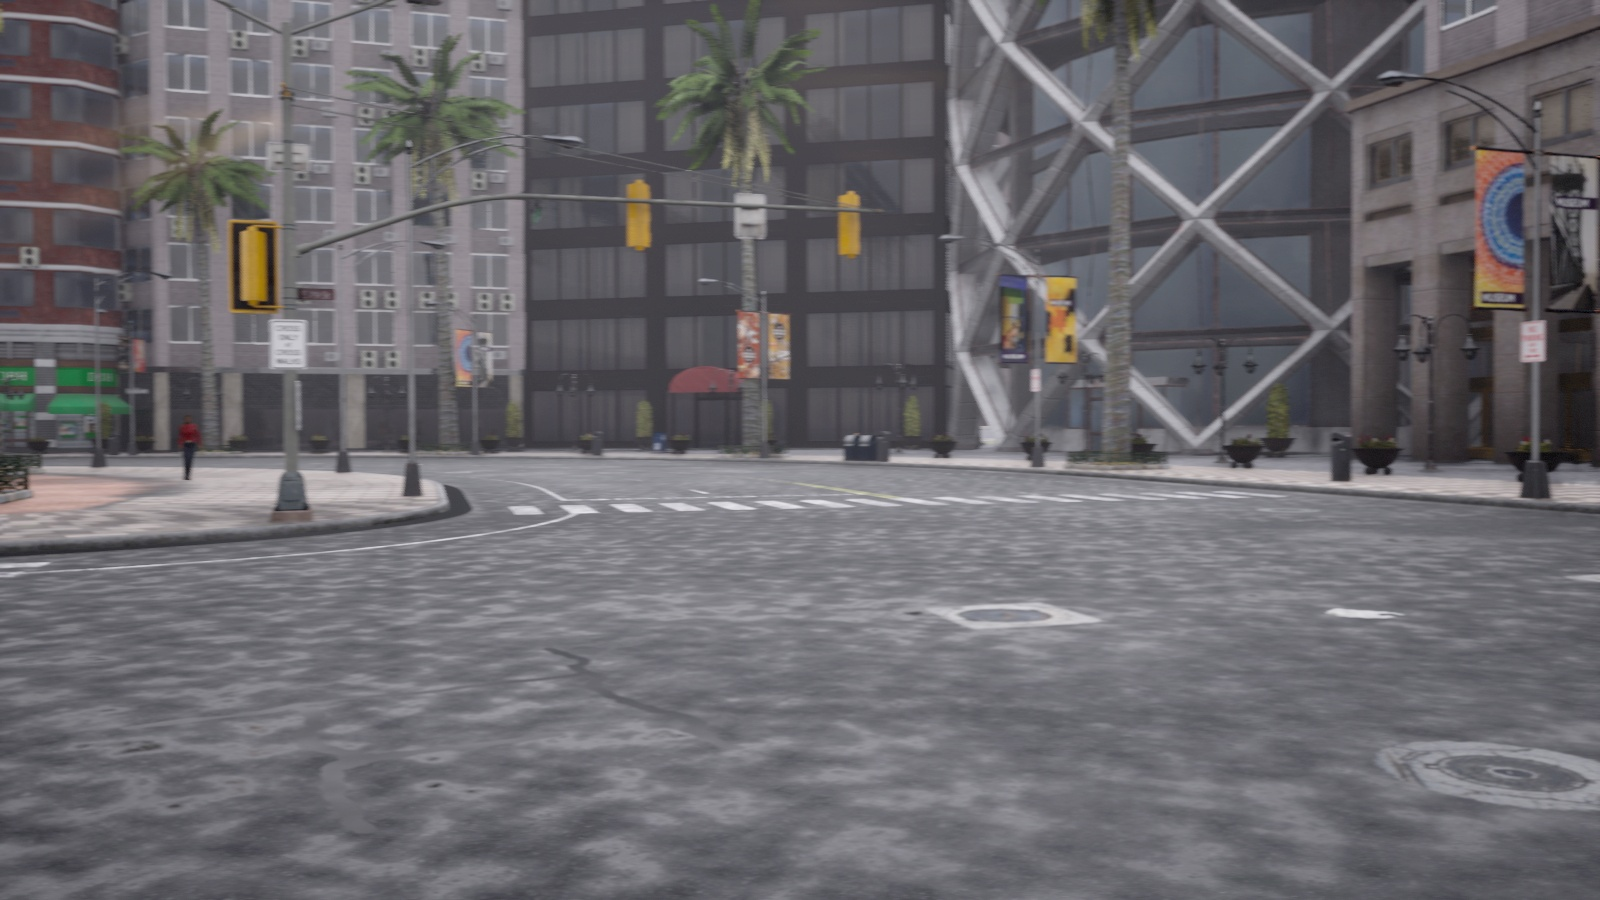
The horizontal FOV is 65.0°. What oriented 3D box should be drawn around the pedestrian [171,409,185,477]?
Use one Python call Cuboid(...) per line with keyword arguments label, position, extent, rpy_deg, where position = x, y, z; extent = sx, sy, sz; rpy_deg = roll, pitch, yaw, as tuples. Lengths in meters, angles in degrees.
Cuboid(label="pedestrian", position=(-17.052, -0.208, 34.423), extent=(0.331, 1.846, 0.636), rpy_deg=(0, 1, -25))
